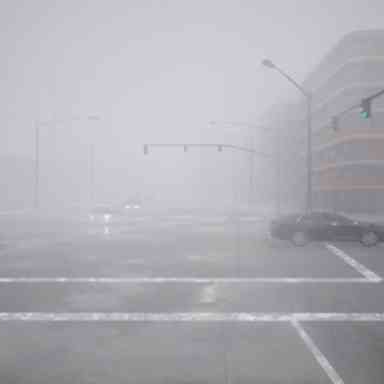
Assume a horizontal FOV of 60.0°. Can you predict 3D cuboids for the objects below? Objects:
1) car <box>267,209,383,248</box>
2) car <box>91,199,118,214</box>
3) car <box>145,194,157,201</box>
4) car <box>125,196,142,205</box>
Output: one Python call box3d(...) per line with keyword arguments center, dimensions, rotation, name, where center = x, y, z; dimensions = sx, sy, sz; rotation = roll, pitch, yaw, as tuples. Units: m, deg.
box3d(center=(5.778, 1.537, 14.472), dimensions=(4.892, 1.490, 1.837), rotation=(0, 0, 0), name="car")
box3d(center=(-9.217, 1.478, 35.319), dimensions=(1.812, 1.442, 4.674), rotation=(0, 1, 1), name="car")
box3d(center=(-8.355, 1.044, 67.798), dimensions=(2.033, 1.411, 5.357), rotation=(0, 1, 1), name="car")
box3d(center=(-8.850, 1.312, 50.816), dimensions=(1.994, 1.385, 4.181), rotation=(0, 1, 1), name="car")
